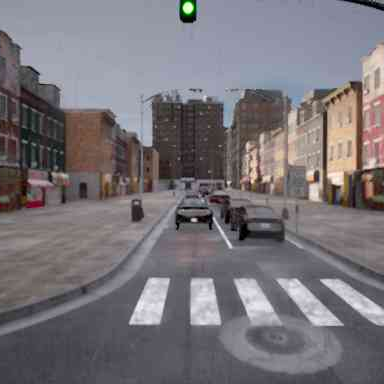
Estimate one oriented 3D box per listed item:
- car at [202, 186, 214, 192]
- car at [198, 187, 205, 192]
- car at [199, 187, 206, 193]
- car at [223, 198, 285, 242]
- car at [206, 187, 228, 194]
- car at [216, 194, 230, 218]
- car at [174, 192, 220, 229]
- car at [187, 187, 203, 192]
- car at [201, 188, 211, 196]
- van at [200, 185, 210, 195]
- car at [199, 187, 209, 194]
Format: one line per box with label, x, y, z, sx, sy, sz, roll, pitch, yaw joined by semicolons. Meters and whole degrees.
car;2.649;-0.064;52.161;2.192;1.841;5.009;2;1;0
car;2.629;-0.647;90.225;1.802;1.307;4.206;1;1;0
car;2.630;-0.533;84.788;1.802;1.307;4.206;1;1;0
car;2.656;1.197;14.118;1.947;1.339;4.313;2;2;0
car;2.745;0.564;33.827;1.882;1.535;5.008;0;2;0
car;2.654;1.040;19.552;1.947;1.339;4.313;2;2;0
car;0.098;1.004;17.732;2.128;1.511;4.902;0;2;0
car;0.047;0.331;45.059;2.033;1.411;5.357;0;1;0
car;2.638;-0.055;63.041;1.802;1.307;4.206;1;1;0
van;2.642;-0.420;68.472;1.690;1.788;3.998;1;1;0
car;2.635;-0.338;73.913;1.887;1.381;4.507;1;1;0
